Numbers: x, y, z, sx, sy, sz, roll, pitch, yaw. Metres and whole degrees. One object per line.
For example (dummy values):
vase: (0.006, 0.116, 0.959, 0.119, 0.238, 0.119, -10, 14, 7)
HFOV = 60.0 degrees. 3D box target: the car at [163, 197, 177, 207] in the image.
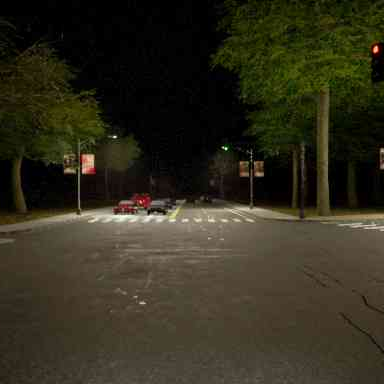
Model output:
car: (-3.581, 1.573, 54.837, 2.033, 1.411, 5.357, 0, 0, 0)

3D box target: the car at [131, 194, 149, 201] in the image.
car: (-6.778, 1.237, 43.959, 2.150, 2.045, 5.566, 0, 0, 0)

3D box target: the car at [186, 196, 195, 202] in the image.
car: (-0.384, 1.508, 74.773, 1.895, 1.301, 4.718, 0, 0, 0)

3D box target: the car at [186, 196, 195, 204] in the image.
car: (-0.330, 1.588, 64.317, 2.033, 1.411, 5.357, 0, 0, 0)

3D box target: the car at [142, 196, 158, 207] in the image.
car: (-6.827, 1.503, 54.364, 1.882, 1.535, 5.008, 0, 0, 0)

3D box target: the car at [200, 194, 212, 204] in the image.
car: (2.920, 1.588, 64.334, 2.033, 1.411, 5.357, 0, 0, 0)

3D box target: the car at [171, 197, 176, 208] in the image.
car: (-3.525, 1.563, 44.521, 2.033, 1.411, 5.357, 0, 0, 0)

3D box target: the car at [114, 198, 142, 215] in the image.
car: (-6.737, 1.574, 34.479, 1.994, 1.385, 4.181, 0, 0, 0)

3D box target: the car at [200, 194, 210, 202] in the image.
car: (2.866, 1.268, 74.730, 2.097, 1.767, 4.553, 0, 0, 0)

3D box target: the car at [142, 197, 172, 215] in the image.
car: (-3.489, 1.558, 34.442, 2.033, 1.411, 5.357, 0, 0, 0)
